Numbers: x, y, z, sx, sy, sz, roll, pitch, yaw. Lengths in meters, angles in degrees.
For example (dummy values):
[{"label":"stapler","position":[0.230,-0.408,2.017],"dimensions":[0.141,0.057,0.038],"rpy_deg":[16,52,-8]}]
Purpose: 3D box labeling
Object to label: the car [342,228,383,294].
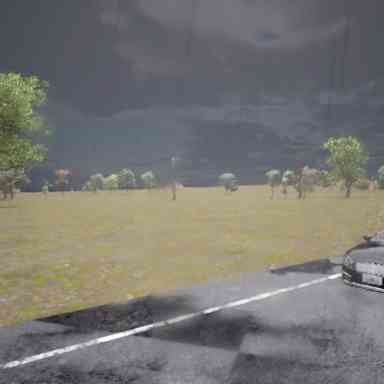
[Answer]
[{"label":"car","position":[5.549,1.461,8.036],"dimensions":[4.902,1.511,2.128],"rpy_deg":[0,0,-36]}]
